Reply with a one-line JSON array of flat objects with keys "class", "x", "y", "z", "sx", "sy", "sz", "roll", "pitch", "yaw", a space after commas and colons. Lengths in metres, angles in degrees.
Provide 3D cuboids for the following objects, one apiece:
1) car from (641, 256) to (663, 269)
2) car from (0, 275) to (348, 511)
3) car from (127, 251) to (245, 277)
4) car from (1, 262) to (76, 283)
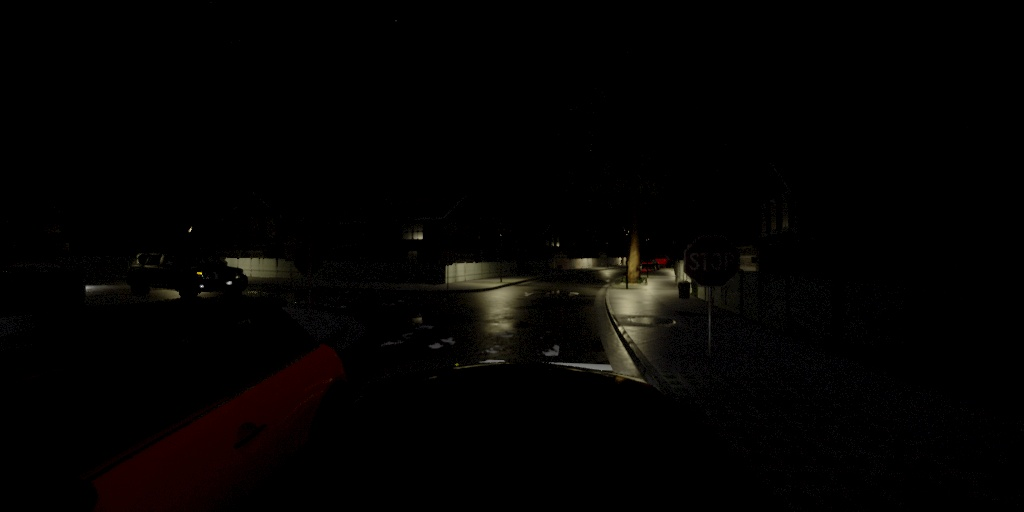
[{"class": "car", "x": 20.623, "y": 1.193, "z": 53.362, "sx": 1.837, "sy": 1.490, "sz": 4.892, "roll": 0, "pitch": 0, "yaw": 32}, {"class": "car", "x": -2.470, "y": 1.103, "z": 1.473, "sx": 2.097, "sy": 1.767, "sz": 4.553, "roll": 0, "pitch": 0, "yaw": -4}, {"class": "car", "x": -15.012, "y": 0.800, "z": 16.570, "sx": 5.566, "sy": 2.045, "sz": 2.150, "roll": 1, "pitch": 0, "yaw": 18}, {"class": "car", "x": -27.007, "y": 1.008, "z": 20.396, "sx": 4.181, "sy": 1.385, "sz": 1.994, "roll": 1, "pitch": 0, "yaw": 17}]
